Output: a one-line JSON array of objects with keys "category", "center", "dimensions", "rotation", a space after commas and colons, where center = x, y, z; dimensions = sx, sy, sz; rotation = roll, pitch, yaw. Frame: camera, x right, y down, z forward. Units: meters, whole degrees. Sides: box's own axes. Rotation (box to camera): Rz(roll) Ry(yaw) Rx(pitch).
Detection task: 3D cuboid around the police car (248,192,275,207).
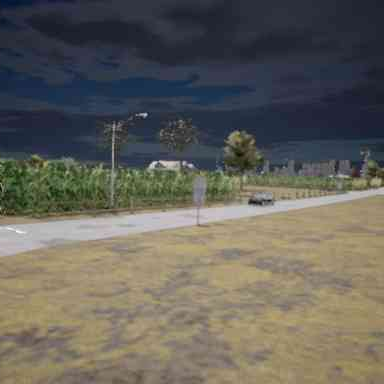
[{"category": "police car", "center": [8.643, 0.858, 41.348], "dimensions": [1.930, 1.638, 5.238], "rotation": [4, 3, 36]}]
